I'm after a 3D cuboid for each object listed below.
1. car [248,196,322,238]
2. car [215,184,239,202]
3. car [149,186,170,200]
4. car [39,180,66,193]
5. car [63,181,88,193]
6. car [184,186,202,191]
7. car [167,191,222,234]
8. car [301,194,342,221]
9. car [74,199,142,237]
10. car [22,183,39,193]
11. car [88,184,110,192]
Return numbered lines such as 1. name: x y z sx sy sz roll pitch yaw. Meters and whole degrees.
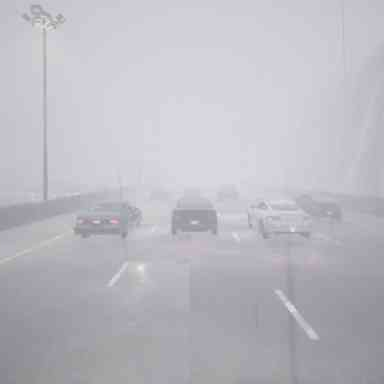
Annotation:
1. car: 3.580 1.019 14.109 1.812 1.442 4.674 0 2 0
2. car: 3.584 -0.011 34.586 2.097 1.767 4.553 0 3 0
3. car: -3.416 0.098 35.994 1.812 1.442 4.674 0 3 0
4. car: -21.023 -0.871 51.506 2.150 2.045 5.566 0 3 0
5. car: -17.523 -0.600 51.548 2.033 1.411 5.357 0 3 0
6. car: 0.084 0.098 35.995 1.812 1.442 4.674 0 3 0
7. car: 0.094 0.930 15.178 1.882 1.535 5.008 0 2 0
8. car: 7.077 0.812 19.430 1.812 1.442 4.674 0 2 0
9. car: -3.406 1.029 14.398 2.033 1.411 5.357 0 2 0
10. car: -24.523 -0.636 51.543 1.812 1.442 4.674 0 3 0
11. car: -14.023 -0.597 51.550 1.994 1.385 4.181 0 3 0
